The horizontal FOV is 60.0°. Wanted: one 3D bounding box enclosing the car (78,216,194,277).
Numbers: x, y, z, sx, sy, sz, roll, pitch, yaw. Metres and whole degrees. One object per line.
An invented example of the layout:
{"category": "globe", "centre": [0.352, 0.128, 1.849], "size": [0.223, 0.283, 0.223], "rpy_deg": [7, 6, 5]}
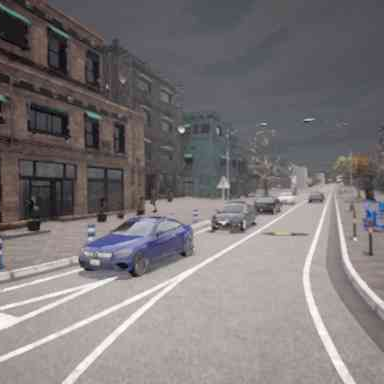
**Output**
{"category": "car", "centre": [-1.490, 1.536, 10.674], "size": [1.812, 1.442, 4.674], "rpy_deg": [-1, 0, 26]}

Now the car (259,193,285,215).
{"category": "car", "centre": [6.541, 1.100, 29.066], "size": [1.882, 1.535, 5.008], "rpy_deg": [-1, 1, 23]}

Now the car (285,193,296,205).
{"category": "car", "centre": [11.805, 0.806, 41.431], "size": [1.812, 1.442, 4.674], "rpy_deg": [-1, 1, 23]}

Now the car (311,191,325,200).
{"category": "car", "centre": [20.644, 0.549, 54.410], "size": [1.812, 1.442, 4.674], "rpy_deg": [-1, 0, 23]}

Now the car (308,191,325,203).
{"category": "car", "centre": [16.733, 0.706, 44.922], "size": [2.033, 1.411, 5.357], "rpy_deg": [-1, 0, 23]}

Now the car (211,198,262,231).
{"category": "car", "centre": [2.607, 1.358, 19.795], "size": [1.837, 1.490, 4.892], "rpy_deg": [-1, 1, 23]}
